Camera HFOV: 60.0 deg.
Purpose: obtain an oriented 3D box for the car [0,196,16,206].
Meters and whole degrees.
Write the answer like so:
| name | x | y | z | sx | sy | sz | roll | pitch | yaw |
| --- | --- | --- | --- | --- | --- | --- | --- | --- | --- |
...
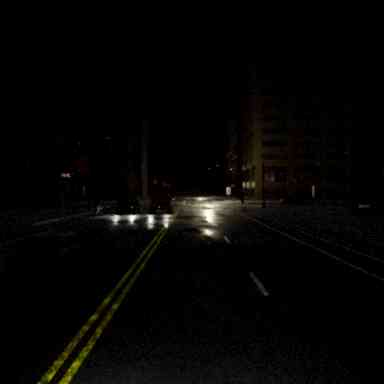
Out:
| name | x | y | z | sx | sy | sz | roll | pitch | yaw |
| --- | --- | --- | --- | --- | --- | --- | --- | --- | --- |
| car | -30.157 | 1.386 | 52.239 | 4.097 | 1.590 | 1.967 | 0 | 1 | 0 |

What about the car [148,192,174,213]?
| name | x | y | z | sx | sy | sz | roll | pitch | yaw |
| --- | --- | --- | --- | --- | --- | --- | --- | --- | --- |
| car | -3.251 | 1.147 | 35.685 | 2.150 | 2.045 | 5.566 | 0 | 0 | 0 |

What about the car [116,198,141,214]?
| name | x | y | z | sx | sy | sz | roll | pitch | yaw |
| --- | --- | --- | --- | --- | --- | --- | --- | --- | --- |
| car | -6.514 | 1.422 | 34.369 | 1.882 | 1.535 | 5.008 | 0 | 0 | 0 |

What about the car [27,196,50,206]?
| name | x | y | z | sx | sy | sz | roll | pitch | yaw |
| --- | --- | --- | --- | --- | --- | --- | --- | --- | --- |
| car | -24.732 | 1.366 | 52.242 | 4.097 | 1.590 | 1.967 | 0 | 1 | 0 |

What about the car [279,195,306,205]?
| name | x | y | z | sx | sy | sz | roll | pitch | yaw |
| --- | --- | --- | --- | --- | --- | --- | --- | --- | --- |
| car | 16.680 | 1.254 | 55.369 | 4.097 | 1.590 | 1.967 | 0 | 1 | 0 |

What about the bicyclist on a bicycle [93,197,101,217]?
| name | x | y | z | sx | sy | sz | roll | pitch | yaw |
| --- | --- | --- | --- | --- | --- | --- | --- | --- | --- |
| bicyclist on a bicycle | -8.613 | 1.324 | 30.019 | 0.659 | 1.776 | 1.843 | 0 | 0 | 1 |

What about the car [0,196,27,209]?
| name | x | y | z | sx | sy | sz | roll | pitch | yaw |
| --- | --- | --- | --- | --- | --- | --- | --- | --- | --- |
| car | -24.729 | 1.630 | 43.720 | 4.313 | 1.339 | 1.947 | 0 | 1 | 0 |
